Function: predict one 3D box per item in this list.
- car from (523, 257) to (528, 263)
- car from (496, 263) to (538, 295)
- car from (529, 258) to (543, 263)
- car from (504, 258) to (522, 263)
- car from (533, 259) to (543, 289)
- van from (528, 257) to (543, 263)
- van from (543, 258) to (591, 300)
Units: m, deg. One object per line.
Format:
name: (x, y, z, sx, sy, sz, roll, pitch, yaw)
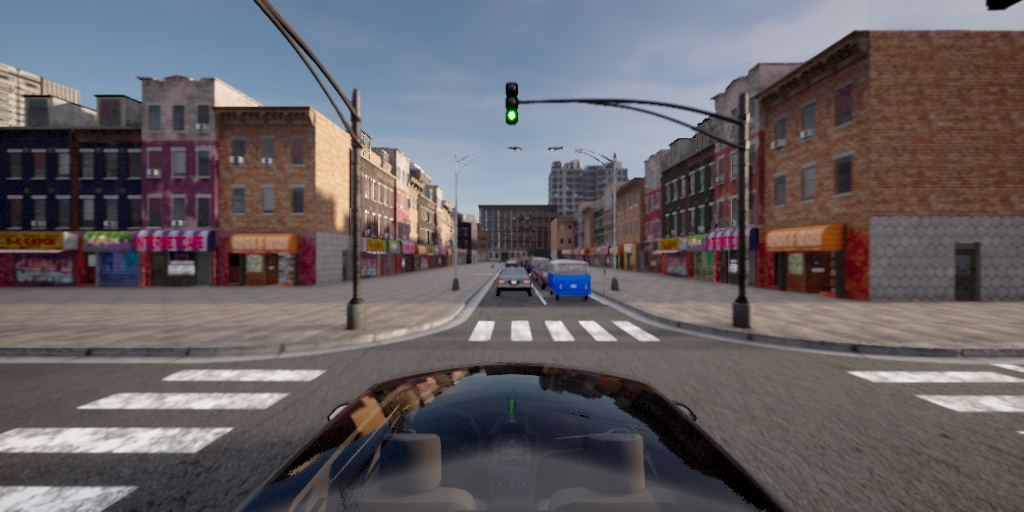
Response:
car: (2.635, 1.053, 39.117, 2.192, 1.841, 5.009, 0, 0, 0)
car: (0.097, 1.282, 19.454, 2.033, 1.411, 5.357, 0, 0, 0)
car: (2.635, 1.175, 28.169, 1.967, 1.591, 4.097, 0, 0, 0)
car: (0.001, 1.219, 47.312, 1.882, 1.535, 5.008, 0, 0, 0)
car: (2.636, 1.175, 22.694, 1.967, 1.591, 4.097, 0, 0, 0)
van: (2.635, 1.077, 33.645, 1.690, 1.789, 3.998, 0, 0, 0)
van: (2.636, 1.076, 17.219, 1.690, 1.789, 3.998, 0, 0, 0)
